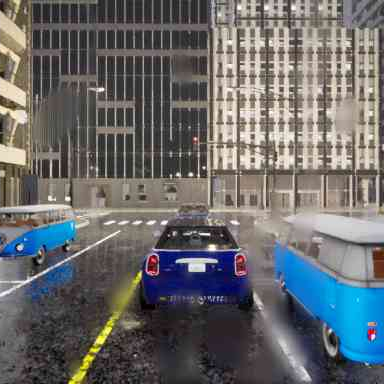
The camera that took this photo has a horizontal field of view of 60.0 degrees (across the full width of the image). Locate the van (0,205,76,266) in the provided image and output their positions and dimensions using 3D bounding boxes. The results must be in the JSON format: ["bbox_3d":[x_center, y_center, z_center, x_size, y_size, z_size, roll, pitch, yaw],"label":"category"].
[{"bbox_3d":[-5.335,1.345,11.272,1.690,1.788,3.998,0,0,0],"label":"van"}]

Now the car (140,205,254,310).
[{"bbox_3d":[0.083,1.354,7.978,2.097,1.767,4.553,0,0,0],"label":"car"}]

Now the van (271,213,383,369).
[{"bbox_3d":[2.558,1.342,5.605,1.690,1.788,3.998,0,0,0],"label":"van"}]

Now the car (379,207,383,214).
[{"bbox_3d":[18.979,1.490,29.028,4.829,1.417,1.752,0,0,0],"label":"car"}]

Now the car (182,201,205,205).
[{"bbox_3d":[0.085,1.359,18.004,2.097,1.767,4.553,0,0,0],"label":"car"}]
